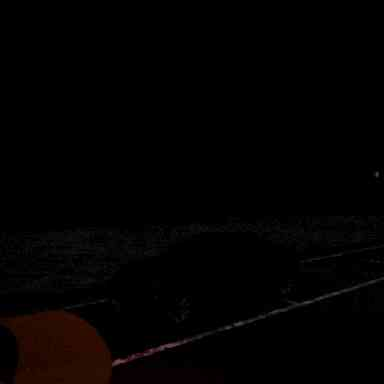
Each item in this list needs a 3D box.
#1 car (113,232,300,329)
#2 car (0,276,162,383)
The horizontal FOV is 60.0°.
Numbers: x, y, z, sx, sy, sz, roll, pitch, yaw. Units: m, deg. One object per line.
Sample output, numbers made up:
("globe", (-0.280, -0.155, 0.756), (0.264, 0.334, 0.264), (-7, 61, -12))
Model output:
("car", (0.461, 1.569, 6.980), (4.313, 1.339, 1.947), (0, 0, -36))
("car", (-2.787, 1.476, 1.389), (5.008, 1.535, 1.882), (0, 0, -36))
